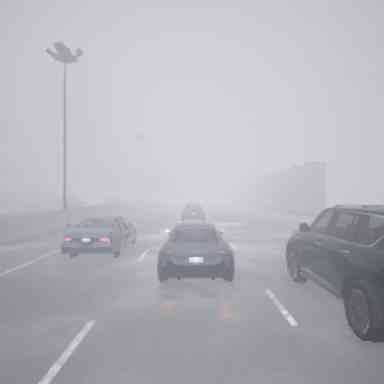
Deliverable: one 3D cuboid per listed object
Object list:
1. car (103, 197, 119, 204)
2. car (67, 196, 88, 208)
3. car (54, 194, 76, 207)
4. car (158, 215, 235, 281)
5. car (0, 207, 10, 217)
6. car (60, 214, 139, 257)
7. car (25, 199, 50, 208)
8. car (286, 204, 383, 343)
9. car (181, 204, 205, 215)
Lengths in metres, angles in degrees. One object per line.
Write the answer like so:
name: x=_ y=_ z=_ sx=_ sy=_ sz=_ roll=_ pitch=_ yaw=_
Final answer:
car: x=-13.864 y=1.698 z=57.262 sx=1.837 sy=1.490 sz=4.892 roll=0 pitch=2 yaw=2
car: x=-17.503 y=1.743 z=50.894 sx=1.994 sy=1.385 sz=4.181 roll=0 pitch=0 yaw=1
car: x=-20.924 y=1.417 z=55.630 sx=2.150 sy=2.045 sz=5.566 roll=0 pitch=0 yaw=2
car: x=0.099 y=1.599 z=9.964 sx=1.994 sy=1.385 sz=4.181 roll=0 pitch=0 yaw=0
car: x=-14.103 y=1.604 z=22.329 sx=1.812 sy=1.442 sz=4.674 roll=0 pitch=0 yaw=0
car: x=-3.400 y=1.594 z=13.164 sx=2.033 sy=1.411 sz=5.357 roll=0 pitch=0 yaw=0
car: x=-24.470 y=1.786 z=52.740 sx=1.895 sy=1.301 sz=4.718 roll=0 pitch=0 yaw=1
car: x=3.601 y=1.245 z=6.634 sx=2.150 sy=2.045 sz=5.566 roll=0 pitch=0 yaw=0
car: x=0.098 y=1.663 z=27.967 sx=1.994 sy=1.385 sz=4.181 roll=0 pitch=0 yaw=0
